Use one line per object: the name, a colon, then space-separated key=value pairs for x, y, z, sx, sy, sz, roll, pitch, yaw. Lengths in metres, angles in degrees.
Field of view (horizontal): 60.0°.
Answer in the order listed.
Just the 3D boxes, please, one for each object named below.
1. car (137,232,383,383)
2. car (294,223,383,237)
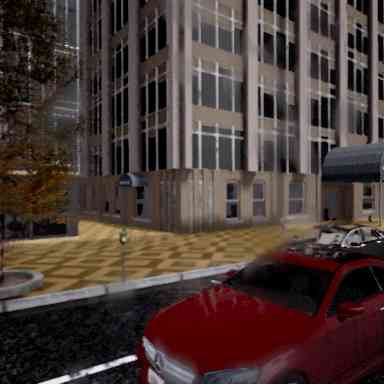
car: x=1.563 y=1.545 z=4.487 sx=4.674 sy=1.442 sz=1.812 roll=0 pitch=0 yaw=-35
car: x=4.123 y=1.596 z=9.491 sx=4.403 sy=1.369 sz=2.008 roll=0 pitch=-1 yaw=-35
